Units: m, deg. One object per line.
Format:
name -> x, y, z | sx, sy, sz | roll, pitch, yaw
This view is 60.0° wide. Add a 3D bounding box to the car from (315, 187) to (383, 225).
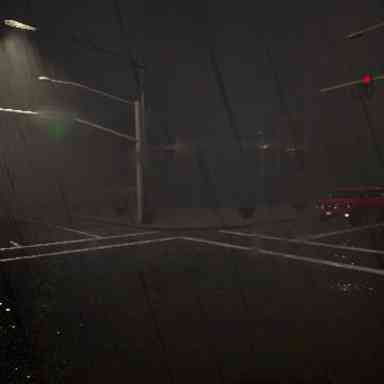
car -> 9.715, 0.736, 19.926 | 5.566, 2.045, 2.150 | -2, 1, -36
